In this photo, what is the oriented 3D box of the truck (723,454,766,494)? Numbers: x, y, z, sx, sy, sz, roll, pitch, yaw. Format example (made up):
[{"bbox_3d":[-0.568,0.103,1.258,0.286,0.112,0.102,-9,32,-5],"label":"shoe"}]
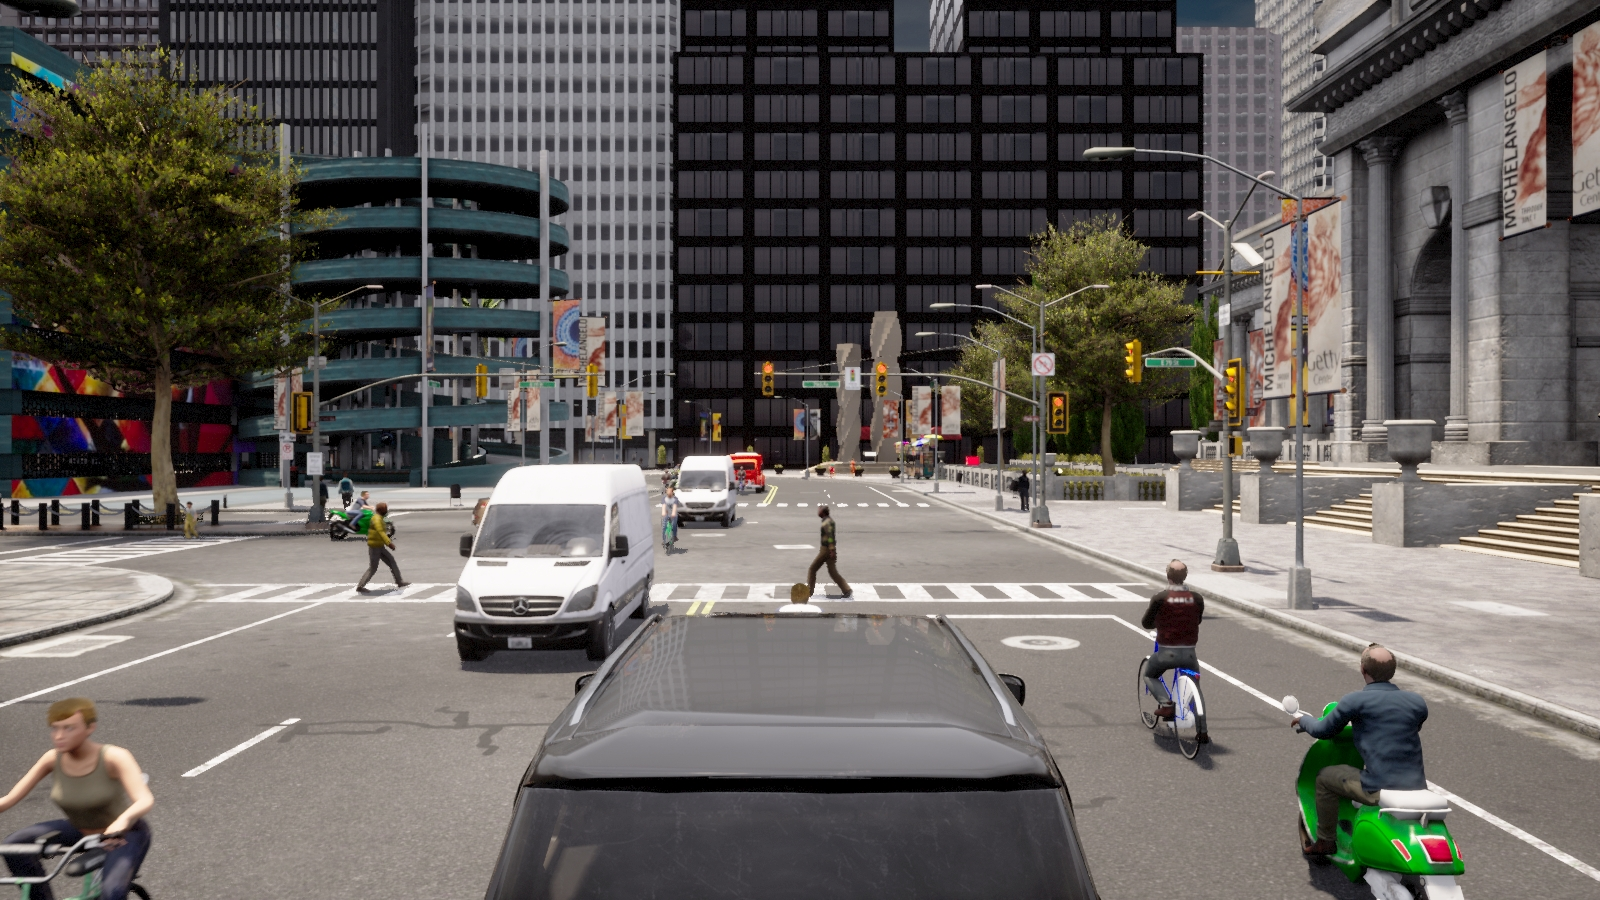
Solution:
[{"bbox_3d":[-3.577,1.539,74.779,2.627,2.467,5.204,0,0,-1],"label":"truck"}]

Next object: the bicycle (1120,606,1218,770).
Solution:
[{"bbox_3d":[3.482,2.205,10.903,0.329,1.171,1.835,0,0,0],"label":"bicycle"}]

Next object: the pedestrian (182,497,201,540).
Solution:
[{"bbox_3d":[-18.825,2.114,35.364,0.375,1.300,0.375,0,0,9],"label":"pedestrian"}]

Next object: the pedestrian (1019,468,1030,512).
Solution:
[{"bbox_3d":[9.492,1.677,48.297,0.375,1.860,0.375,0,0,-2],"label":"pedestrian"}]

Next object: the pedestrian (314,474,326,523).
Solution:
[{"bbox_3d":[-18.188,1.831,43.306,0.375,1.860,0.375,0,0,-12],"label":"pedestrian"}]

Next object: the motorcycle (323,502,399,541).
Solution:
[{"bbox_3d":[-13.525,2.199,35.246,2.033,1.145,0.803,0,0,-5],"label":"motorcycle"}]

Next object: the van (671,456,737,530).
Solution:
[{"bbox_3d":[-3.517,1.517,42.868,1.988,2.561,5.915,0,0,0],"label":"van"}]

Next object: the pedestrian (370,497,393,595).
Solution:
[{"bbox_3d":[-8.102,1.840,22.104,0.375,1.860,0.375,0,0,-13],"label":"pedestrian"}]

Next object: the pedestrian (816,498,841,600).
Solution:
[{"bbox_3d":[0.532,1.841,21.305,0.375,1.860,0.375,0,0,20],"label":"pedestrian"}]

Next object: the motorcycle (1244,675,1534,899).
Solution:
[{"bbox_3d":[3.509,2.179,7.029,0.856,1.236,1.805,0,0,0],"label":"motorcycle"}]

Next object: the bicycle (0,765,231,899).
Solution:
[{"bbox_3d":[-3.520,2.254,5.463,0.859,1.080,1.487,0,0,0],"label":"bicycle"}]

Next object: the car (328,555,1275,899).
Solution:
[{"bbox_3d":[0.021,1.777,5.375,2.150,2.045,5.566,0,0,0],"label":"car"}]

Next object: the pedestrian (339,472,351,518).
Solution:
[{"bbox_3d":[-18.582,1.830,46.675,0.375,1.860,0.375,0,0,-13],"label":"pedestrian"}]

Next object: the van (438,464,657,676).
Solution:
[{"bbox_3d":[-3.513,1.527,17.176,1.988,2.561,5.915,0,0,0],"label":"van"}]
